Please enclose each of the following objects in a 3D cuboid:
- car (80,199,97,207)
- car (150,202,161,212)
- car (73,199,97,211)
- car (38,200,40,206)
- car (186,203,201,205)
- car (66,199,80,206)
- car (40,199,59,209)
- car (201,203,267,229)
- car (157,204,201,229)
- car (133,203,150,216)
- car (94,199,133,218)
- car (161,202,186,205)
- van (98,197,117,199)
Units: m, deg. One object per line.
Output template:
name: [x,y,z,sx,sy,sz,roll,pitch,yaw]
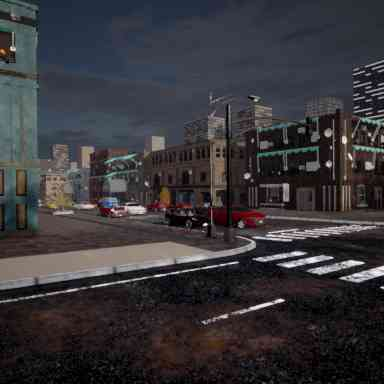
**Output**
car: [-20.864,2.227,67.095,1.887,1.381,4.507,-1,0,-36]
car: [-4.762,1.966,44.585,1.802,1.307,4.206,-2,0,-36]
car: [-16.493,2.176,51.186,1.895,1.301,4.718,-1,0,-35]
car: [-30.900,2.375,66.721,2.008,1.369,4.403,-1,0,-36]
car: [1.677,1.809,35.581,2.008,1.369,4.403,-2,0,-36]
car: [-27.305,2.364,76.100,1.947,1.339,4.313,-1,0,-36]
car: [-24.361,2.232,57.578,1.752,1.417,4.829,-1,0,-36]
car: [3.071,1.674,23.598,1.882,1.535,5.008,-1,0,-34]
car: [-0.384,1.814,23.849,1.947,1.339,4.313,-2,0,-36]
car: [-6.924,1.919,37.678,1.812,1.442,4.674,-1,0,-36]
car: [-8.361,1.846,35.206,1.967,1.590,4.097,-1,0,-36]
car: [-1.543,1.904,40.084,1.802,1.307,4.206,-2,0,-36]
van: [-14.429,1.907,58.091,1.690,1.788,3.998,-1,0,-36]
